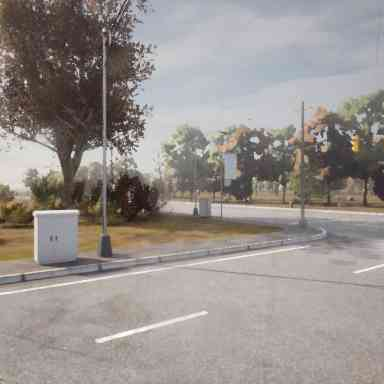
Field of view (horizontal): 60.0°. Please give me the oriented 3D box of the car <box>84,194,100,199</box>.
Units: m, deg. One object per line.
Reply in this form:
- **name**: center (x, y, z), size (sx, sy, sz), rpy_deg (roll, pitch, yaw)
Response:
- **car**: center (-26.301, 1.253, 87.664), size (4.718, 1.301, 1.895), rpy_deg (1, 0, 41)

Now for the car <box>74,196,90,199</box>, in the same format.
- **car**: center (-28.461, 1.007, 84.889), size (4.553, 1.767, 2.097), rpy_deg (1, 0, 41)
